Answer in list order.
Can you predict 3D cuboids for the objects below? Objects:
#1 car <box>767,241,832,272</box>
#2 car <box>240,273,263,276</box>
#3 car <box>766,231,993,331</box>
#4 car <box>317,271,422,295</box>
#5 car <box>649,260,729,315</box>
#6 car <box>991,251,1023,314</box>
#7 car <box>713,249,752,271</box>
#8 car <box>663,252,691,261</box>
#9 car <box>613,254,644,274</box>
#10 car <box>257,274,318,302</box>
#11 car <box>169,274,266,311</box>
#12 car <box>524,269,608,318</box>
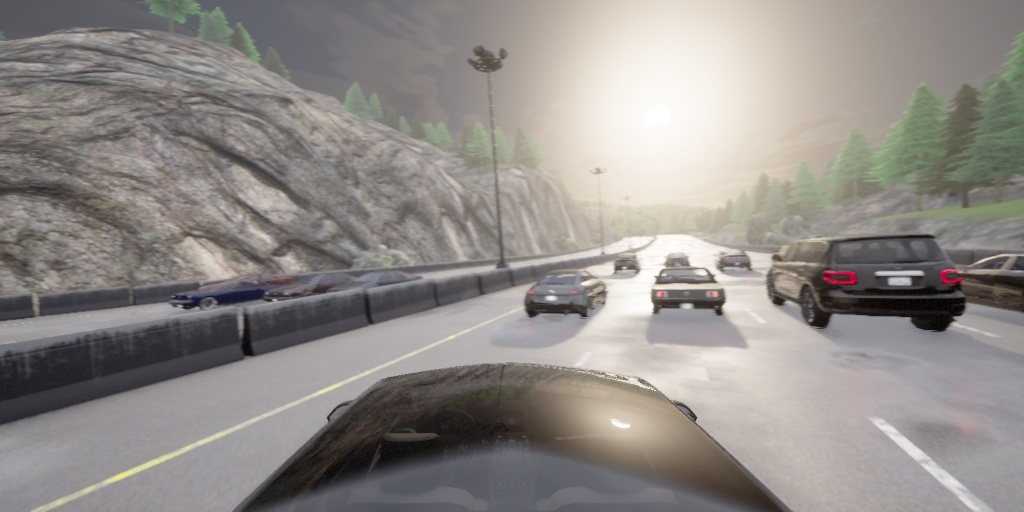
[{"bbox_3d":[18.347,-0.023,23.147,2.097,1.767,4.553,-3,1,24],"label":"car"},{"bbox_3d":[-16.573,1.872,22.576,1.882,1.535,5.008,-3,1,24],"label":"car"},{"bbox_3d":[8.236,0.486,9.061,2.150,2.045,5.566,-3,1,24],"label":"car"},{"bbox_3d":[-6.844,1.486,18.632,2.033,1.411,5.357,-3,1,24],"label":"car"},{"bbox_3d":[5.532,0.980,11.544,1.895,1.301,4.718,-3,1,24],"label":"car"},{"bbox_3d":[11.432,0.609,7.614,2.128,1.511,4.902,-3,1,24],"label":"car"},{"bbox_3d":[15.503,0.240,25.343,2.128,1.511,4.902,-3,1,24],"label":"car"},{"bbox_3d":[12.753,0.391,27.758,1.812,1.442,4.674,-3,1,24],"label":"car"},{"bbox_3d":[9.159,0.547,28.285,1.837,1.490,4.892,-3,1,24],"label":"car"},{"bbox_3d":[-10.276,1.652,19.522,2.033,1.411,5.357,-3,1,24],"label":"car"},{"bbox_3d":[-14.499,1.927,18.631,1.895,1.301,4.718,-3,1,24],"label":"car"},{"bbox_3d":[1.933,1.120,12.064,1.994,1.385,4.181,-3,1,24],"label":"car"}]
